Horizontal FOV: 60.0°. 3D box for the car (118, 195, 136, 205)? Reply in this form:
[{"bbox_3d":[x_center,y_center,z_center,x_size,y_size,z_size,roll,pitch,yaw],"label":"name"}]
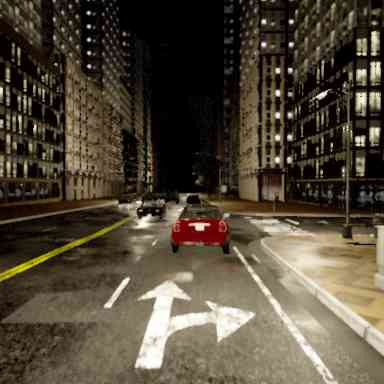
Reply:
[{"bbox_3d":[-9.762,1.149,50.342,2.033,1.411,5.357,0,0,1],"label":"car"}]

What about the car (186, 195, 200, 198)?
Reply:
[{"bbox_3d":[0.134,1.111,47.147,1.882,1.535,5.008,0,0,0],"label":"car"}]

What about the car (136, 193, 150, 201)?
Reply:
[{"bbox_3d":[-9.706,0.995,66.168,2.128,1.511,4.902,0,0,0],"label":"car"}]

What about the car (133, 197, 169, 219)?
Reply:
[{"bbox_3d":[-3.124,1.374,26.540,1.895,1.301,4.718,0,1,0],"label":"car"}]

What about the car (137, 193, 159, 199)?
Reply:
[{"bbox_3d":[-6.522,1.082,50.332,1.882,1.535,5.008,0,0,0],"label":"car"}]

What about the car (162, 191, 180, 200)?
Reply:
[{"bbox_3d":[-3.111,0.806,53.157,2.150,2.045,5.566,0,0,0],"label":"car"}]

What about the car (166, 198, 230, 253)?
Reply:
[{"bbox_3d":[0.457,1.269,13.503,2.097,1.767,4.553,0,0,5],"label":"car"}]

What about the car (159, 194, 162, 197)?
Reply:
[{"bbox_3d":[-6.455,1.025,66.164,2.033,1.411,5.357,0,0,0],"label":"car"}]
